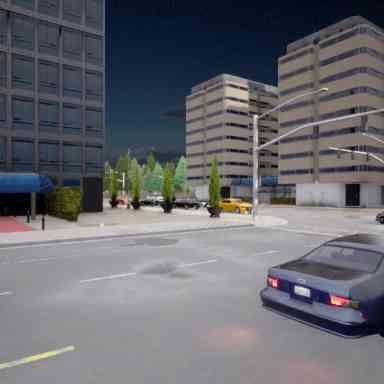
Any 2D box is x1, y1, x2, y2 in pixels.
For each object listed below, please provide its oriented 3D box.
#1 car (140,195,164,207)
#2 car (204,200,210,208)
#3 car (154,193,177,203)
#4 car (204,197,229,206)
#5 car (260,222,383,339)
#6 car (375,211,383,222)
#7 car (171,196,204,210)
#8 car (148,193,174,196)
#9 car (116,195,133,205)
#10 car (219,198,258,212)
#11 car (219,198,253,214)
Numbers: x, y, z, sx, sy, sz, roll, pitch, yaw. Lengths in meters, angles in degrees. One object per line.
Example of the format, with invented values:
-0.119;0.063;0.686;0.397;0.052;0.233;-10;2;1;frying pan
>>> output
-6.165;1.601;51.152;1.895;1.301;4.718;0;0;-35;car
0.254;1.491;48.083;2.128;1.511;4.902;0;0;-35;car
-5.595;1.222;68.979;2.150;2.045;5.566;0;0;-35;car
4.075;1.563;55.176;1.994;1.385;4.181;0;0;-35;car
3.719;1.547;6.473;5.357;1.411;2.033;0;0;-35;car
15.026;1.547;23.359;5.357;1.411;2.033;0;0;-36;car
-0.893;1.601;43.619;1.895;1.301;4.718;0;0;-35;car
-5.810;1.221;56.766;2.150;2.045;5.566;0;0;-34;car
-12.002;1.352;59.555;2.097;1.767;4.553;0;0;-35;car
5.566;1.505;40.497;1.837;1.490;4.892;0;0;-35;car
4.467;1.478;35.964;1.882;1.535;5.008;0;0;-35;car
